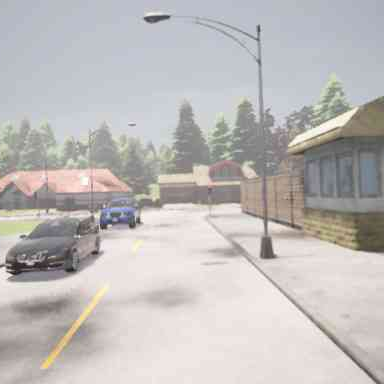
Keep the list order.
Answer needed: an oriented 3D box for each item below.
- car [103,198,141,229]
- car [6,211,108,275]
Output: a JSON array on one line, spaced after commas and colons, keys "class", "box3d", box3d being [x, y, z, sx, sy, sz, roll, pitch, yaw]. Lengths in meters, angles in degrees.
[{"class": "car", "box3d": [-4.944, 1.445, 23.717, 2.150, 2.045, 5.566, -2, 0, -2]}, {"class": "car", "box3d": [-4.460, 1.687, 11.395, 1.837, 1.490, 4.892, -2, 0, -2]}]
